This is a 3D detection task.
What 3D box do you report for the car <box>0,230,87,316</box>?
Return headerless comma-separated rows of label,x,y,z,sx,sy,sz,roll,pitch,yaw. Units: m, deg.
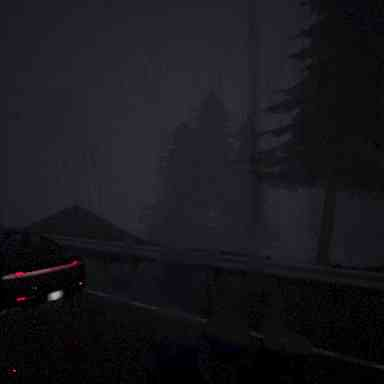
car,-4.291,1.568,7.062,4.902,1.511,2.128,-1,0,36
